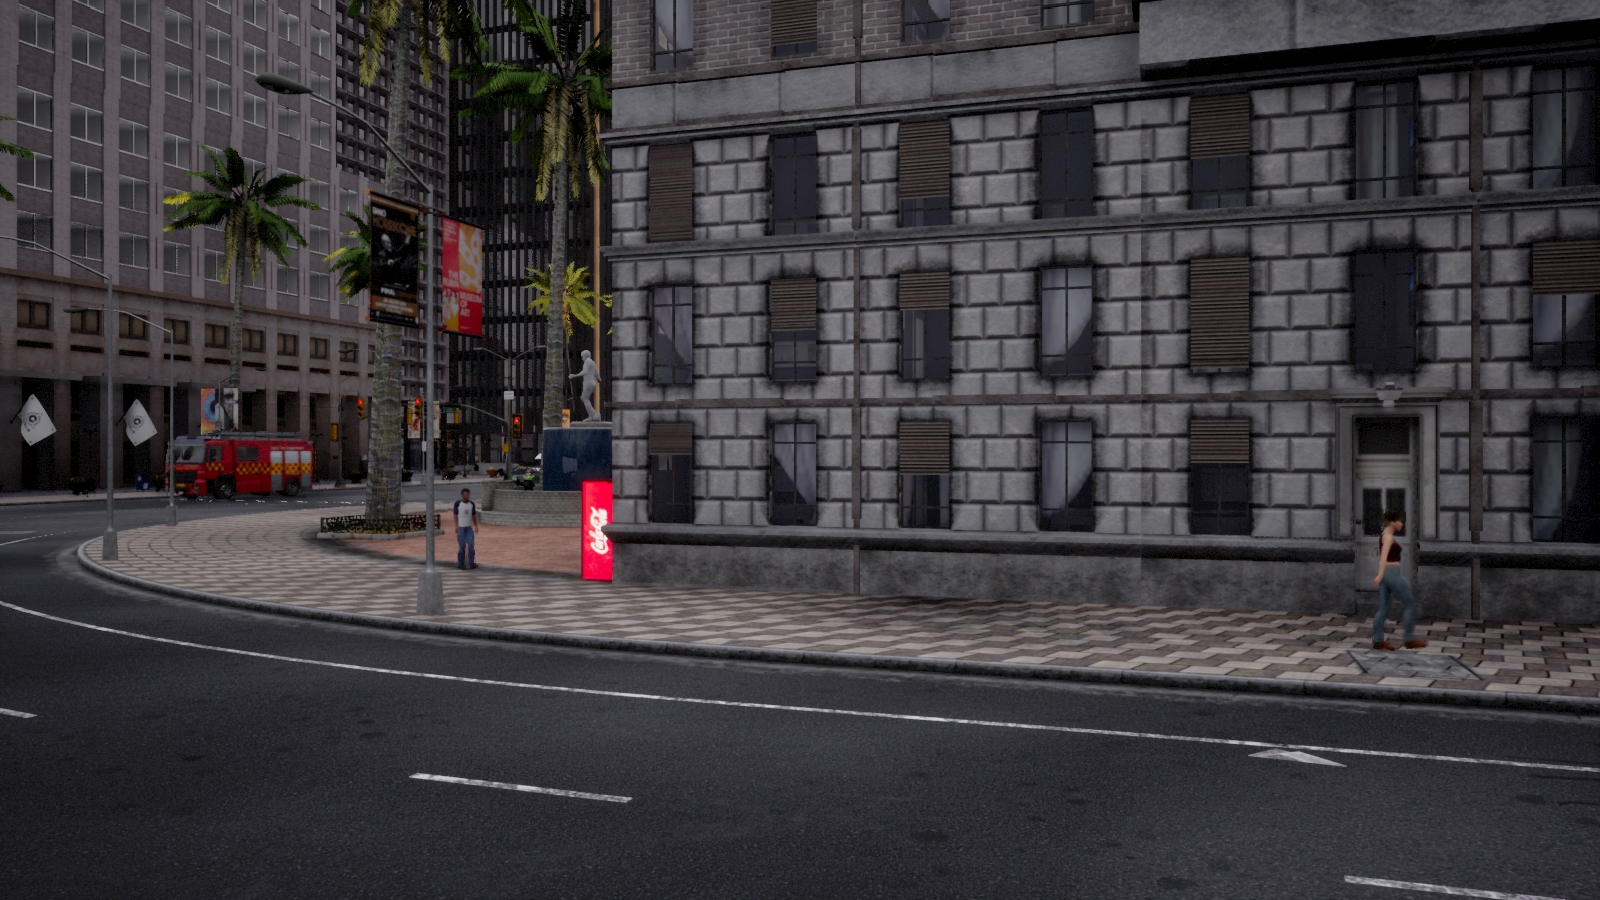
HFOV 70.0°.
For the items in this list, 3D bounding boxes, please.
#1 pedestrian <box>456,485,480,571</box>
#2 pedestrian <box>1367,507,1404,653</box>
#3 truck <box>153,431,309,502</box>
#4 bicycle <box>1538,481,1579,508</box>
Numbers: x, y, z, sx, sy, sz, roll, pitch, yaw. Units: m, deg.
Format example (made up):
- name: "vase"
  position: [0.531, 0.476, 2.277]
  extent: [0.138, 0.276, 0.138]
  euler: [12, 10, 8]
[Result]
- name: "pedestrian"
  position: [-7.266, 1.696, 24.970]
  extent: [0.375, 1.860, 0.375]
  euler: [0, 0, -43]
- name: "pedestrian"
  position: [7.686, 1.696, 15.007]
  extent: [0.375, 1.860, 0.375]
  euler: [0, 0, 17]
- name: "truck"
  position: [-32.423, 0.890, 65.571]
  extent: [2.891, 3.827, 8.468]
  euler: [0, 0, 19]
- name: "bicycle"
  position: [38.786, 2.268, 58.471]
  extent: [0.329, 1.171, 1.835]
  euler: [6, 2, -17]
